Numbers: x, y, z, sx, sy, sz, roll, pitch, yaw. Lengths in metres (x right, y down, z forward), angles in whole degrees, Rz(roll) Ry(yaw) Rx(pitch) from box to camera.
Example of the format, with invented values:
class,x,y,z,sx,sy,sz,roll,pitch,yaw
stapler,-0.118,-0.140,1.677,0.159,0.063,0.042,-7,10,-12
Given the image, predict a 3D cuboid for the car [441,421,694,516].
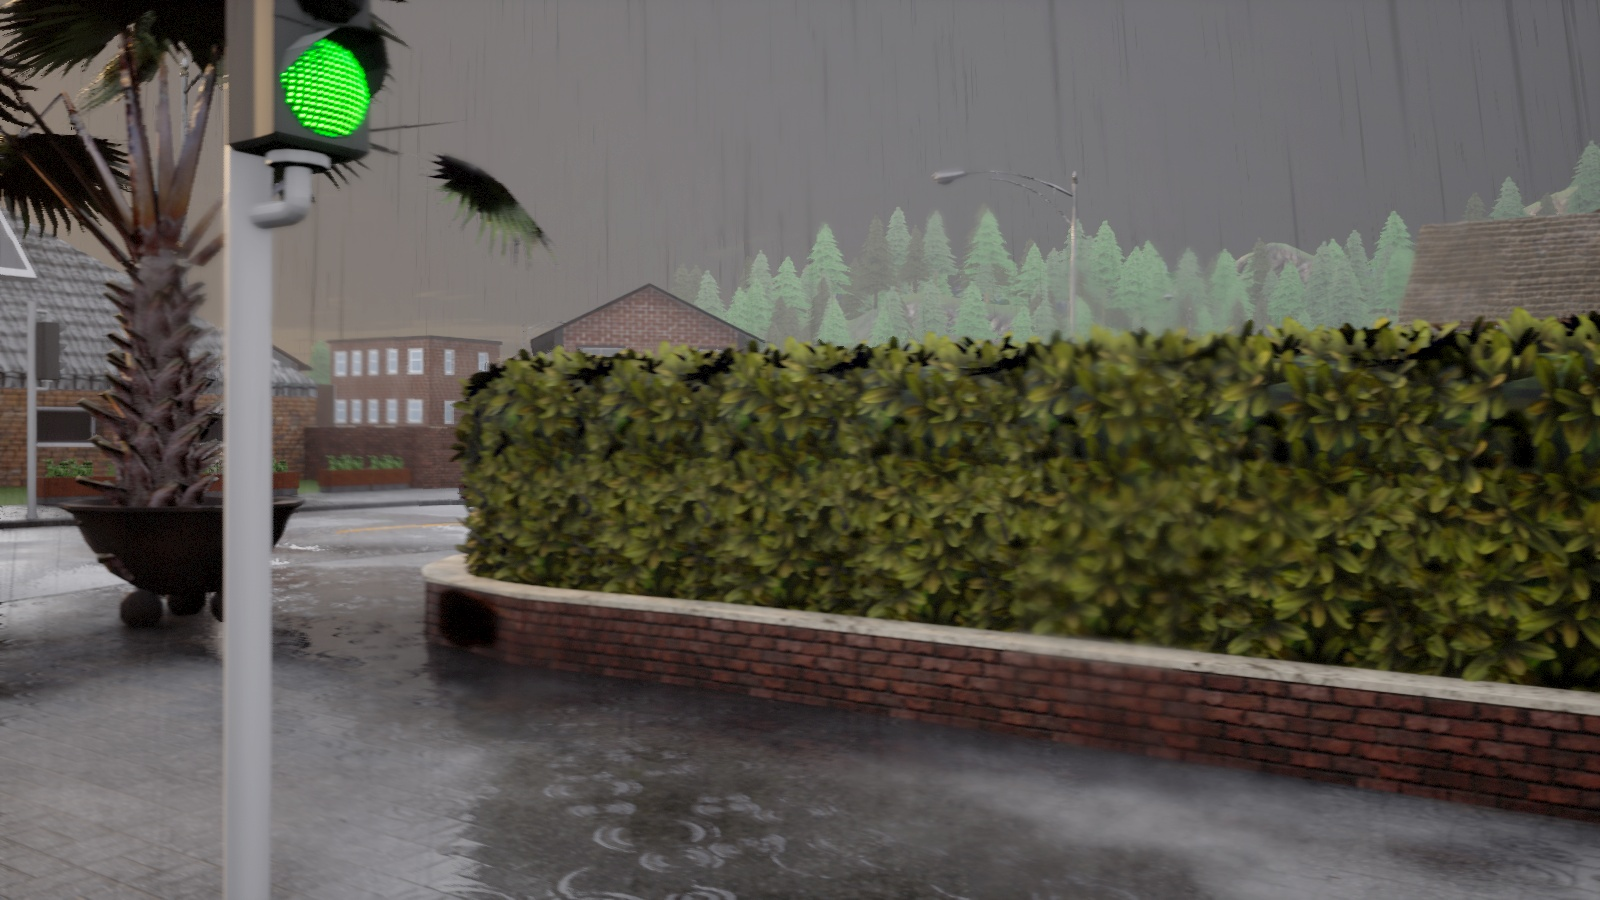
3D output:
class,x,y,z,sx,sy,sz,roll,pitch,yaw
car,-4.423,0.282,24.596,2.242,1.667,4.611,0,1,35
